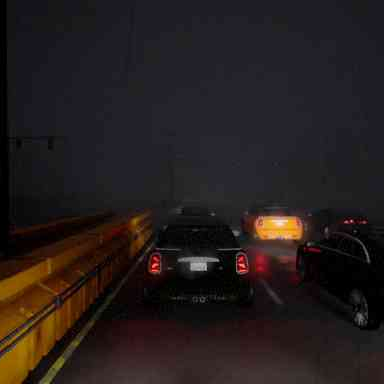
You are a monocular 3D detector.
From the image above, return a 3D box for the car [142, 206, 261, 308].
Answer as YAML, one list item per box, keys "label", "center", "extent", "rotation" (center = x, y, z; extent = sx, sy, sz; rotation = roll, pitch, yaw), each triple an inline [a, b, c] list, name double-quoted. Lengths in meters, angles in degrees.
- label: "car"
  center: [0.126, 1.352, 8.073]
  extent: [2.097, 1.767, 4.553]
  rotation: [0, 0, 0]

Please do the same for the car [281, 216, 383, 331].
- label: "car"
  center: [3.622, 1.492, 6.833]
  extent: [2.128, 1.511, 4.902]
  rotation: [0, 0, 0]

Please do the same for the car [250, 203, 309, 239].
- label: "car"
  center: [3.656, 1.352, 15.943]
  extent: [2.097, 1.767, 4.553]
  rotation: [0, 0, 0]

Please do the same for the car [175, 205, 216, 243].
- label: "car"
  center: [0.160, 1.505, 17.249]
  extent: [1.837, 1.490, 4.892]
  rotation: [0, 0, 0]

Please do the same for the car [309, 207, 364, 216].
- label: "car"
  center: [7.158, 1.505, 16.813]
  extent: [1.837, 1.490, 4.892]
  rotation: [0, 0, 0]
